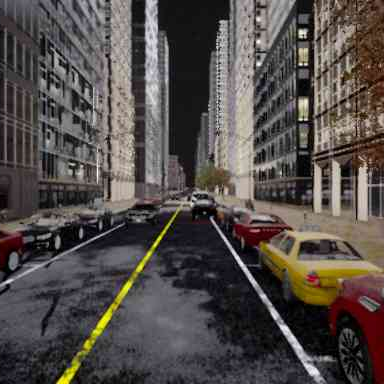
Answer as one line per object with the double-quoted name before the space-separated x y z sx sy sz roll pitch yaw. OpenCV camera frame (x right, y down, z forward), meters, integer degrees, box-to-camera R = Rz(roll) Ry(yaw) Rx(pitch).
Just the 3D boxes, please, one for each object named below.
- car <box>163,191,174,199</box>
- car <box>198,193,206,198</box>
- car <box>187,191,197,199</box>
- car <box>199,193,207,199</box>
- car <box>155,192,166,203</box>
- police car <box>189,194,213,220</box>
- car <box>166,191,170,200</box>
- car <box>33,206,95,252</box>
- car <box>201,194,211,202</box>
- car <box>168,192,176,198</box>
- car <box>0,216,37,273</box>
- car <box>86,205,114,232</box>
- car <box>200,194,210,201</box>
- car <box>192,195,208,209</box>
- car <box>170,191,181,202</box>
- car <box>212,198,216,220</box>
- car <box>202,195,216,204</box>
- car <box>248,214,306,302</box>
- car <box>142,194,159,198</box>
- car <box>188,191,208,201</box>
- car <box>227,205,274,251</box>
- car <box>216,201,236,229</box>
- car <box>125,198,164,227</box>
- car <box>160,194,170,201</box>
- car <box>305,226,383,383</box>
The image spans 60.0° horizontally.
"car" -5.671 0.698 81.534 2.192 1.841 5.009 1 1 0
"car" 2.708 0.843 92.867 1.947 1.339 4.313 1 1 0
"car" 0.009 0.656 76.457 2.097 1.767 4.553 0 1 0
"car" 2.707 0.906 81.688 1.752 1.417 4.829 1 1 0
"car" -5.677 1.064 53.159 1.967 1.590 4.097 0 0 0
"police car" 0.902 1.254 26.117 1.930 1.638 5.238 0 0 0
"car" -5.675 0.893 58.833 2.192 1.841 5.009 0 0 0
"car" -5.684 1.466 13.429 2.008 1.369 4.403 0 0 0
"car" 2.704 1.113 64.495 1.802 1.307 4.206 0 0 0
"car" -5.671 0.717 92.886 1.967 1.590 4.097 1 1 0
"car" -5.685 1.496 7.754 1.887 1.381 4.507 0 0 0
"car" -5.683 1.428 19.104 2.008 1.369 4.403 0 0 0
"car" 2.705 1.064 70.169 1.802 1.307 4.206 1 1 0
"car" 0.905 1.189 42.007 1.882 1.535 5.008 0 0 0
"car" -3.023 1.051 62.452 1.837 1.490 4.892 0 1 1
"car" 2.698 1.362 24.942 1.752 1.417 4.829 0 0 0
"car" 2.703 1.189 53.146 1.947 1.339 4.313 0 0 0
"car" 2.696 1.476 7.917 1.752 1.417 4.829 0 0 0
"car" -5.680 1.258 41.807 1.887 1.381 4.507 0 0 0
"car" 0.904 0.981 36.035 2.150 2.045 5.566 0 0 0
"car" 2.696 1.460 13.422 1.887 1.381 4.507 0 0 0
"car" 2.697 1.428 19.096 2.008 1.369 4.403 0 0 0
"car" -3.097 1.386 21.626 1.812 1.442 4.674 0 0 0
"car" -5.676 1.065 70.184 1.802 1.307 4.206 1 0 0
"car" 2.696 1.302 2.072 2.192 1.841 5.009 0 0 0
